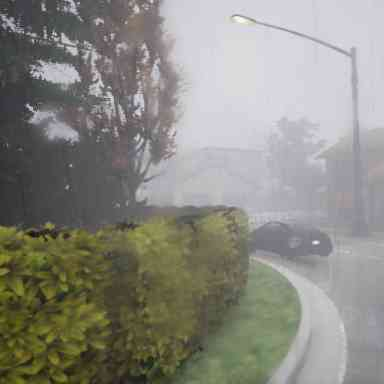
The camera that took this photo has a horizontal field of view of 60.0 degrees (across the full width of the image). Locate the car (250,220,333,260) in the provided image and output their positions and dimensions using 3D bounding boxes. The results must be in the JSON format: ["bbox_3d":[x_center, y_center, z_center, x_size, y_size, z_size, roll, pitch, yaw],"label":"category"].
[{"bbox_3d":[3.884,1.889,14.083,1.994,1.385,4.181,0,-2,-19],"label":"car"}]
